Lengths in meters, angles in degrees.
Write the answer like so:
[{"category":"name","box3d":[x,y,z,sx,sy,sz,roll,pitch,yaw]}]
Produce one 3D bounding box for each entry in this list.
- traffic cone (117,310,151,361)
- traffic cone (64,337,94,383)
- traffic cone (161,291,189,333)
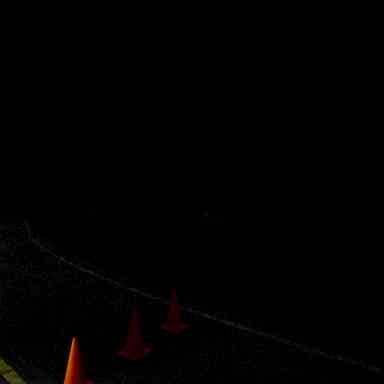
[{"category":"traffic cone","box3d":[-0.803,1.938,4.617,0.340,0.580,0.340,1,1,31]},{"category":"traffic cone","box3d":[-1.321,1.945,3.766,0.340,0.580,0.340,1,1,31]},{"category":"traffic cone","box3d":[-0.284,1.932,5.468,0.340,0.580,0.340,1,1,31]}]
